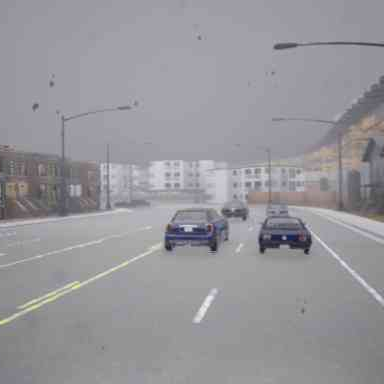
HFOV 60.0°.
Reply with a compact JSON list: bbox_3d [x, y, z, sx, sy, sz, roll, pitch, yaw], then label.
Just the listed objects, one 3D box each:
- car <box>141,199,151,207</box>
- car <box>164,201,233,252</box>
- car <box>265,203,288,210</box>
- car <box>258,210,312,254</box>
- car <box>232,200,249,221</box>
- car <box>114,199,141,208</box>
[{"bbox_3d":[-10.113,2.128,64.880,4.892,1.490,1.837,-2,-1,38],"label":"car"},{"bbox_3d":[0.358,1.455,14.656,2.097,1.767,4.553,-1,-1,13],"label":"car"},{"bbox_3d":[7.214,1.664,28.347,2.033,1.411,5.357,-1,0,13],"label":"car"},{"bbox_3d":[3.771,1.655,13.867,1.895,1.301,4.718,-1,0,13],"label":"car"},{"bbox_3d":[3.829,1.518,29.251,2.097,1.767,4.553,-1,-1,13],"label":"car"},{"bbox_3d":[-12.371,2.225,62.221,4.718,1.301,1.895,-1,-1,38],"label":"car"}]
